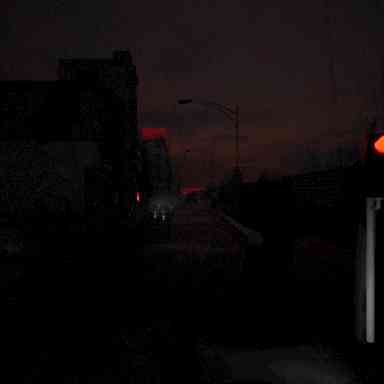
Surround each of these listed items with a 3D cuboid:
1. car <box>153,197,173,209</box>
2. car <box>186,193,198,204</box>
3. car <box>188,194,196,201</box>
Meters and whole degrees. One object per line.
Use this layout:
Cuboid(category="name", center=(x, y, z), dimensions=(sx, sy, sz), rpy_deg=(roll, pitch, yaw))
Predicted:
Cuboid(category="car", center=(-4.130, 1.492, 44.382), dimensions=(2.128, 1.511, 4.902), rpy_deg=(0, 0, 0))
Cuboid(category="car", center=(-0.053, 1.221, 66.327), dimensions=(2.150, 2.045, 5.566), rpy_deg=(0, 0, 0))
Cuboid(category="car", center=(-0.064, 1.310, 76.718), dimensions=(1.882, 1.535, 5.008), rpy_deg=(0, 0, 0))
